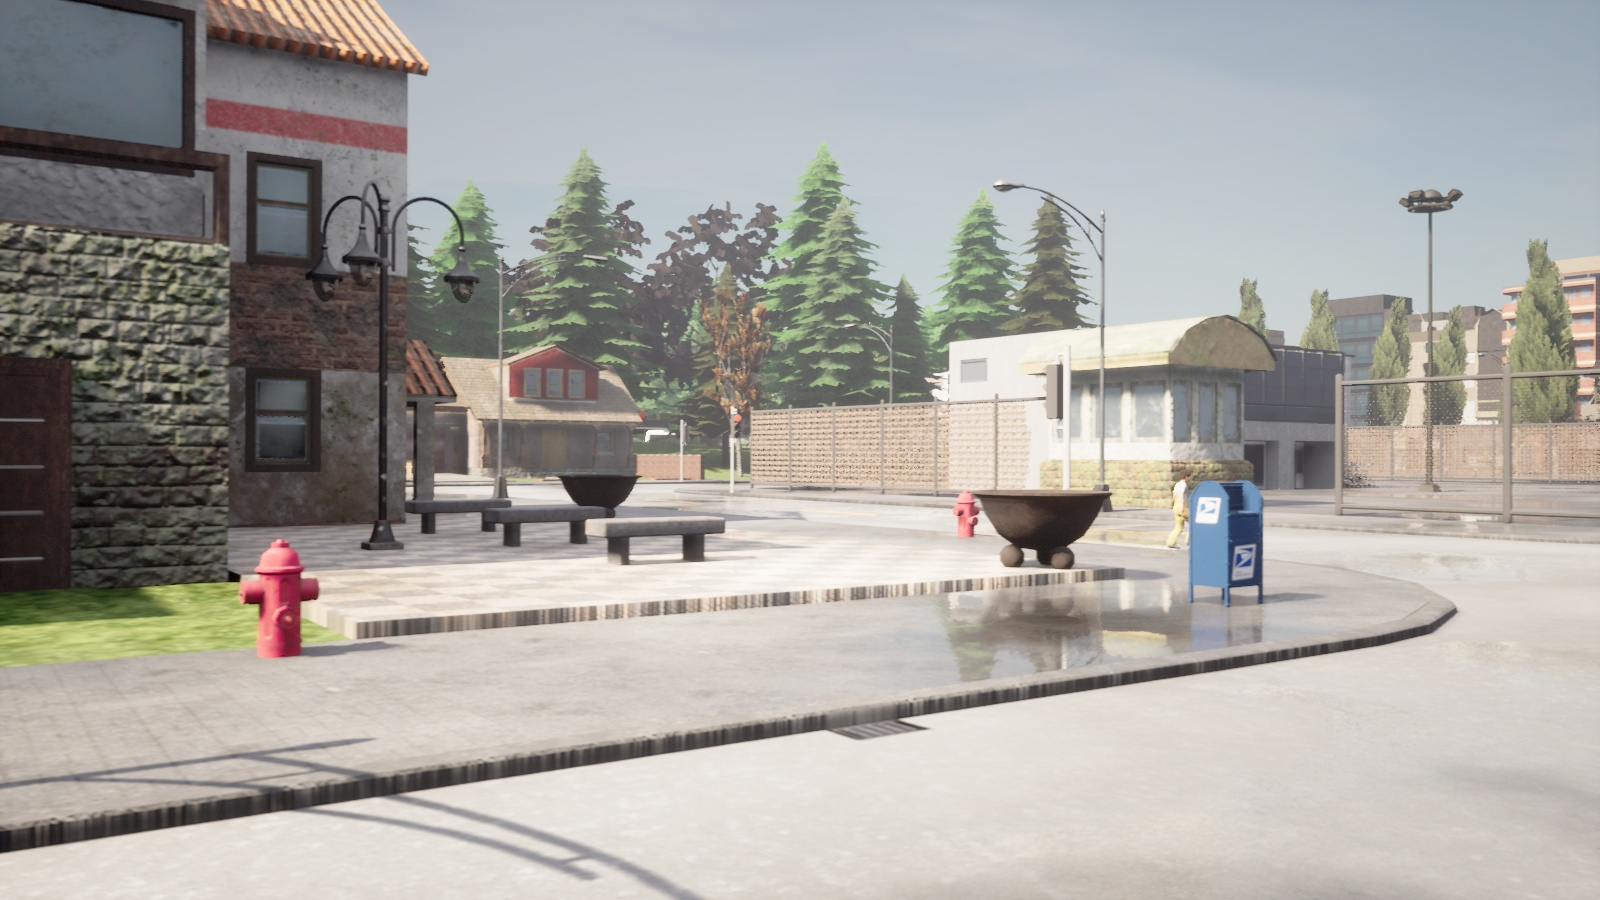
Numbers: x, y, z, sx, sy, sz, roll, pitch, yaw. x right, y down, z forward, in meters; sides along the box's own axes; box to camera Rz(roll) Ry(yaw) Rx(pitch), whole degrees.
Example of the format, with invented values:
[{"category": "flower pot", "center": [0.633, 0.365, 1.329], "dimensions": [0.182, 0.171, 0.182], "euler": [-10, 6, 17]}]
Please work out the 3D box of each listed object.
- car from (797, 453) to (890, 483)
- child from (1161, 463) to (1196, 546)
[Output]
[{"category": "car", "center": [2.292, 0.922, 65.670], "dimensions": [4.514, 1.525, 2.007], "euler": [0, 0, -35]}, {"category": "child", "center": [5.814, 0.833, 19.277], "dimensions": [0.437, 1.263, 0.270], "euler": [0, 0, -16]}]
